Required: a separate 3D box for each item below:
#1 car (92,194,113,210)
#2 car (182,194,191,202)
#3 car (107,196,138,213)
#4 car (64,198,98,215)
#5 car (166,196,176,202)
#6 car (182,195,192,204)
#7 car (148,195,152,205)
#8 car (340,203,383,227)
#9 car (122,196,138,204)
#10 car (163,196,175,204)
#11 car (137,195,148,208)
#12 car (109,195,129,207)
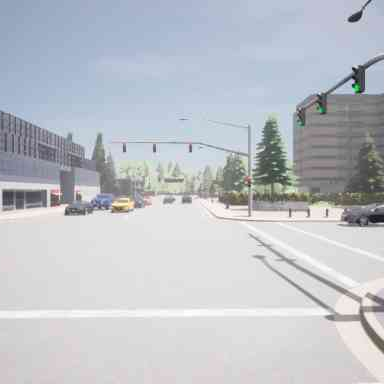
[{"bbox_3d":[-11.375,1.222,42.778,2.150,2.045,5.566,0,0,-1],"label":"car"},{"bbox_3d":[-1.213,1.355,74.976,2.097,1.767,4.553,0,0,-1],"label":"car"},{"bbox_3d":[-7.806,1.478,37.817,1.882,1.535,5.008,0,0,-1],"label":"car"},{"bbox_3d":[-11.242,1.564,33.426,1.994,1.385,4.181,0,0,-1],"label":"car"},{"bbox_3d":[-4.718,1.510,75.222,1.895,1.301,4.718,0,0,-1],"label":"car"},{"bbox_3d":[-0.976,1.505,64.910,1.837,1.490,4.892,0,0,-1],"label":"car"},{"bbox_3d":[-8.050,1.352,57.168,2.097,1.767,4.553,0,0,-1],"label":"car"},{"bbox_3d":[12.502,1.492,22.191,4.902,1.511,2.128,0,0,-1],"label":"car"},{"bbox_3d":[-11.595,1.492,62.937,2.128,1.511,4.902,0,0,0],"label":"car"},{"bbox_3d":[-4.573,1.547,64.587,2.033,1.411,5.357,0,0,-1],"label":"car"},{"bbox_3d":[-7.929,1.352,47.054,2.097,1.767,4.553,0,0,-1],"label":"car"},{"bbox_3d":[-11.499,1.352,52.678,2.097,1.767,4.553,0,0,-1],"label":"car"}]
